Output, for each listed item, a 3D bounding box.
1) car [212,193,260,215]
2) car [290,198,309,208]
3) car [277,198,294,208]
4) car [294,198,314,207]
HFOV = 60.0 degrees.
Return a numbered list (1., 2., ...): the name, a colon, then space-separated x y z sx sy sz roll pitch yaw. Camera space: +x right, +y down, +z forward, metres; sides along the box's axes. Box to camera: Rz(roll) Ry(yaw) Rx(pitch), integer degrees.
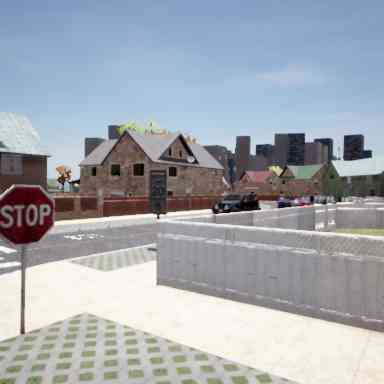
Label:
1. car: 3.938 1.165 28.843 2.150 2.045 5.566 2 1 37
2. car: 16.493 1.623 51.125 1.895 1.301 4.718 1 0 7
3. car: 12.921 1.581 46.604 1.895 1.301 4.718 1 0 13
4. car: 14.115 1.611 41.358 1.994 1.385 4.181 1 0 19
